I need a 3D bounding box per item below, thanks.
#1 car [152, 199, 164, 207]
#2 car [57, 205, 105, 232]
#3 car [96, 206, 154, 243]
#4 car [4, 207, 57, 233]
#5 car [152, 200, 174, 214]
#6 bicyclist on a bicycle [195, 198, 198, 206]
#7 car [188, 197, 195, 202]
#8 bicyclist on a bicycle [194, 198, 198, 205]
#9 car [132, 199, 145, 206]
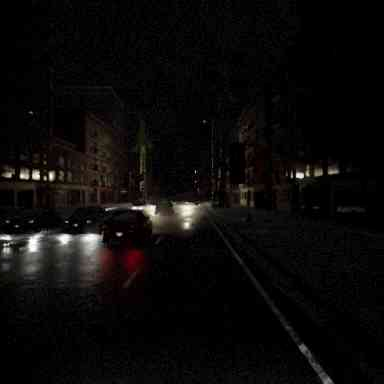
[{"bbox_3d":[-6.503,2.103,63.920,1.895,1.301,4.718,0,-1,0],"label":"car"},{"bbox_3d":[-6.597,1.649,21.333,1.837,1.490,4.892,0,0,0],"label":"car"},{"bbox_3d":[-3.148,1.640,16.701,1.812,1.442,4.674,0,0,0],"label":"car"},{"bbox_3d":[-9.847,1.668,21.025,1.812,1.442,4.674,0,0,0],"label":"car"},{"bbox_3d":[-3.146,1.755,38.544,2.128,1.511,4.902,0,0,0],"label":"car"},{"bbox_3d":[0.900,1.979,65.824,0.582,1.620,1.656,0,-1,0],"label":"bicyclist on a bicycle"},{"bbox_3d":[0.010,2.235,94.144,1.994,1.385,4.181,0,-1,0],"label":"car"},{"bbox_3d":[0.896,2.067,74.821,0.866,1.612,1.509,0,-1,0],"label":"bicyclist on a bicycle"},{"bbox_3d":[-9.778,1.970,61.419,2.128,1.511,4.902,0,-1,1],"label":"car"}]
